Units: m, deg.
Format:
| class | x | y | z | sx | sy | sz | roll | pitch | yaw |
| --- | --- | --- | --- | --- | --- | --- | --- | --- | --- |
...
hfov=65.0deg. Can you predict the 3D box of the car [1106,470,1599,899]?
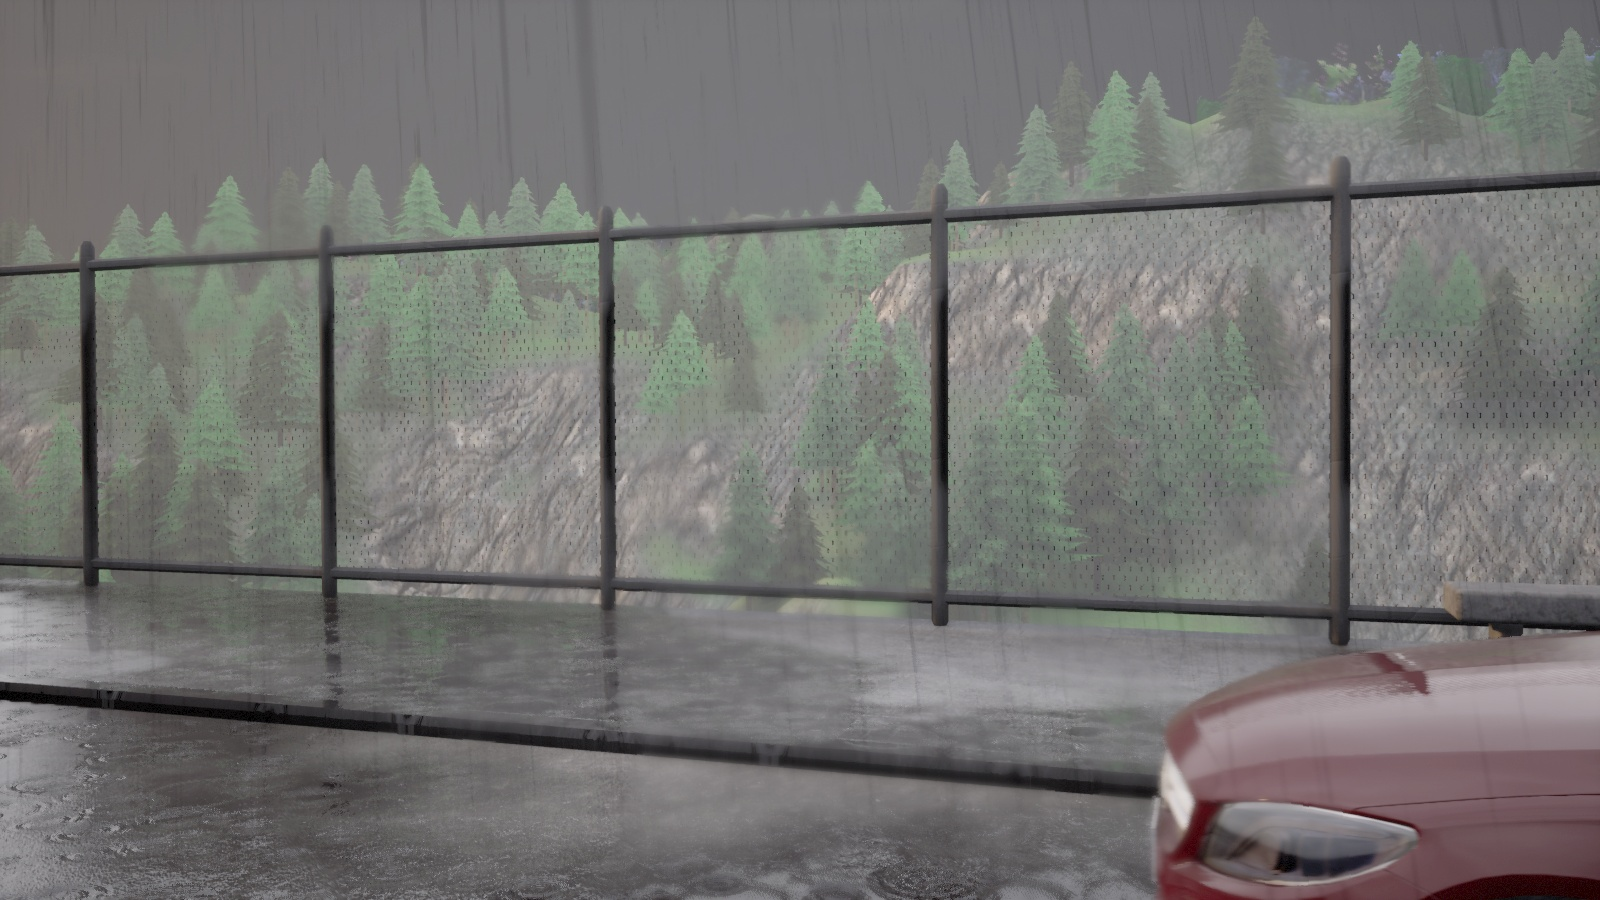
| class | x | y | z | sx | sy | sz | roll | pitch | yaw |
| --- | --- | --- | --- | --- | --- | --- | --- | --- | --- |
| car | 3.128 | 0.821 | 2.669 | 4.674 | 1.442 | 1.812 | 1 | 1 | 19 |
